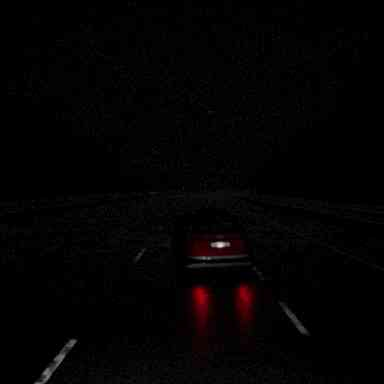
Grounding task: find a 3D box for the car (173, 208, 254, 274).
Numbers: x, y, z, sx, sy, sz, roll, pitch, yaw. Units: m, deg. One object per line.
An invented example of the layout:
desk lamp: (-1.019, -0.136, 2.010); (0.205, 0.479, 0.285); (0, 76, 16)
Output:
car: (0.445, 1.298, 10.232); (2.033, 1.649, 4.856); (-1, 1, -6)
